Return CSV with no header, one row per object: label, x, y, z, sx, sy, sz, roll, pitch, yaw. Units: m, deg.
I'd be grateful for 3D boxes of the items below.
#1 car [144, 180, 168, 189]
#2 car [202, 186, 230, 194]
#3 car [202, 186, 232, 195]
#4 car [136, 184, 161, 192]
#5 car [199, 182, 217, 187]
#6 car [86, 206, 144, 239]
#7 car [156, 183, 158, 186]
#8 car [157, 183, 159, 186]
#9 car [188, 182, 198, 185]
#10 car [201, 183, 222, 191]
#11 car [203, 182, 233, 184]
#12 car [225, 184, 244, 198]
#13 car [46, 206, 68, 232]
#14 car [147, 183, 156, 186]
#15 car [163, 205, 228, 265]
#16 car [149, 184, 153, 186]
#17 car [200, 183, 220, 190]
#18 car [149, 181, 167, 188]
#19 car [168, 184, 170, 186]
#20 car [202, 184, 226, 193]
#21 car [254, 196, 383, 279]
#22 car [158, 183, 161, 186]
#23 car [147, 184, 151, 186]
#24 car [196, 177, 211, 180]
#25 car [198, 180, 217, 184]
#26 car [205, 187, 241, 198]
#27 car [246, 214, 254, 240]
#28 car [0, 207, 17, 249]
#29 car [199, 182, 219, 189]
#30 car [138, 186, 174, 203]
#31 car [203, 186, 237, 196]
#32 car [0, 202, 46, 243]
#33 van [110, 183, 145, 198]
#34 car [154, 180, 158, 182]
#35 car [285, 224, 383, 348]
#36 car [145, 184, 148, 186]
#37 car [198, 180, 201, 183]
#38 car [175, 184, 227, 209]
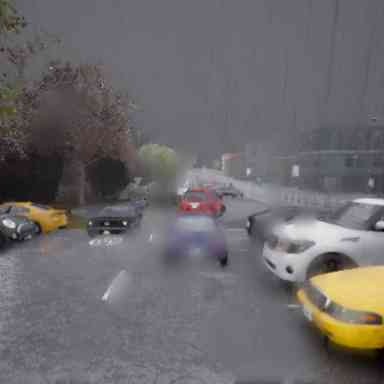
car,-8.848,-1.777,81.736,5.566,2.045,2.435,0,4,0
car,4.284,-0.372,59.646,4.792,1.488,2.163,0,2,0
car,4.261,-0.303,56.868,4.892,1.521,2.231,0,2,0
car,-8.817,-0.761,67.959,4.892,1.521,2.231,0,3,0
car,4.265,-2.059,90.264,4.674,1.452,2.002,0,4,0
car,-3.554,1.363,16.064,1.895,1.301,4.718,0,1,-1
car,-9.011,-0.306,56.814,5.366,1.575,1.946,0,2,0
car,-8.796,-0.367,59.469,4.792,1.488,2.163,0,2,0
car,-0.283,-0.843,69.596,2.033,1.411,5.357,0,3,0
car,4.227,-1.171,73.569,4.553,1.767,2.185,0,3,0
car,4.221,-0.192,48.506,4.553,1.767,2.185,0,1,0
car,4.280,0.087,42.941,4.792,1.488,2.163,0,1,0
car,-8.544,1.244,15.785,5.008,1.535,2.097,0,1,0
car,-9.012,-0.217,54.020,5.366,1.575,1.946,0,2,0
car,0.102,1.362,10.915,1.812,1.442,4.674,0,1,0
car,-8.856,-0.106,51.229,4.792,1.488,2.163,0,1,0
car,4.257,-1.324,79.137,4.674,1.452,2.002,0,4,0
car,-8.850,-2.018,87.312,4.553,1.767,2.185,0,4,0
car,-3.782,-1.374,74.162,2.150,2.045,5.566,0,3,0
car,4.287,-0.760,65.217,4.553,1.767,2.185,0,3,0
car,4.507,1.114,7.591,5.566,2.045,2.435,0,1,0
car,-8.819,-0.508,62.257,5.008,1.535,2.097,0,2,0
car,-8.830,-0.023,48.318,4.674,1.452,2.002,0,1,0
car,4.235,-2.550,93.019,5.566,2.045,2.435,0,4,0
car,4.225,-0.466,54.072,5.566,2.045,2.435,0,2,0
car,4.222,0.025,45.724,4.792,1.488,2.163,0,1,0
car,4.562,1.313,13.147,4.792,1.488,2.163,0,1,0
car,-8.517,1.354,10.370,4.792,1.488,2.163,0,1,0
car,4.266,-1.716,84.702,5.008,1.535,2.097,0,4,0
car,-2.644,0.393,35.475,5.357,1.411,2.033,1,4,4
car,4.258,-0.136,51.287,5.008,1.535,2.097,0,2,0
car,-8.579,1.160,13.012,4.553,1.767,2.185,0,1,0
van,-8.702,-0.165,42.855,4.442,1.987,1.878,1,1,0
car,-8.826,-1.355,78.968,5.008,1.535,2.097,0,3,0
car,4.352,1.404,4.818,5.366,1.575,1.946,0,1,0
car,-8.831,0.039,45.534,4.674,1.452,2.002,0,1,0
car,4.228,-1.326,76.344,4.553,1.767,2.185,0,3,0
car,0.729,0.790,22.046,2.150,2.045,5.566,1,3,13
